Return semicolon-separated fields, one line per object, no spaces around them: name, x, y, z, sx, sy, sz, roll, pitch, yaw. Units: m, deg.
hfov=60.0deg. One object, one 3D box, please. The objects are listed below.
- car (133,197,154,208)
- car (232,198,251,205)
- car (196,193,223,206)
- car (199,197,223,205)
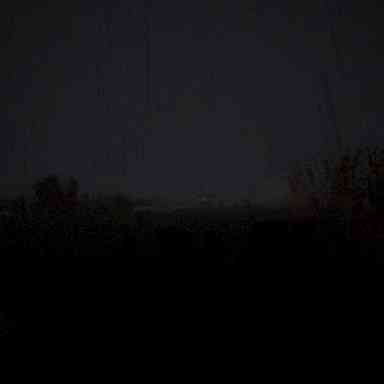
car;-7.774;1.460;47.088;2.033;1.411;5.357;0;-1;36
car;9.875;1.790;65.462;1.895;1.301;4.718;0;-1;36
car;3.025;1.275;55.906;2.150;2.045;5.566;0;-1;40
car;3.609;1.717;62.748;2.033;1.411;5.357;0;-1;36
